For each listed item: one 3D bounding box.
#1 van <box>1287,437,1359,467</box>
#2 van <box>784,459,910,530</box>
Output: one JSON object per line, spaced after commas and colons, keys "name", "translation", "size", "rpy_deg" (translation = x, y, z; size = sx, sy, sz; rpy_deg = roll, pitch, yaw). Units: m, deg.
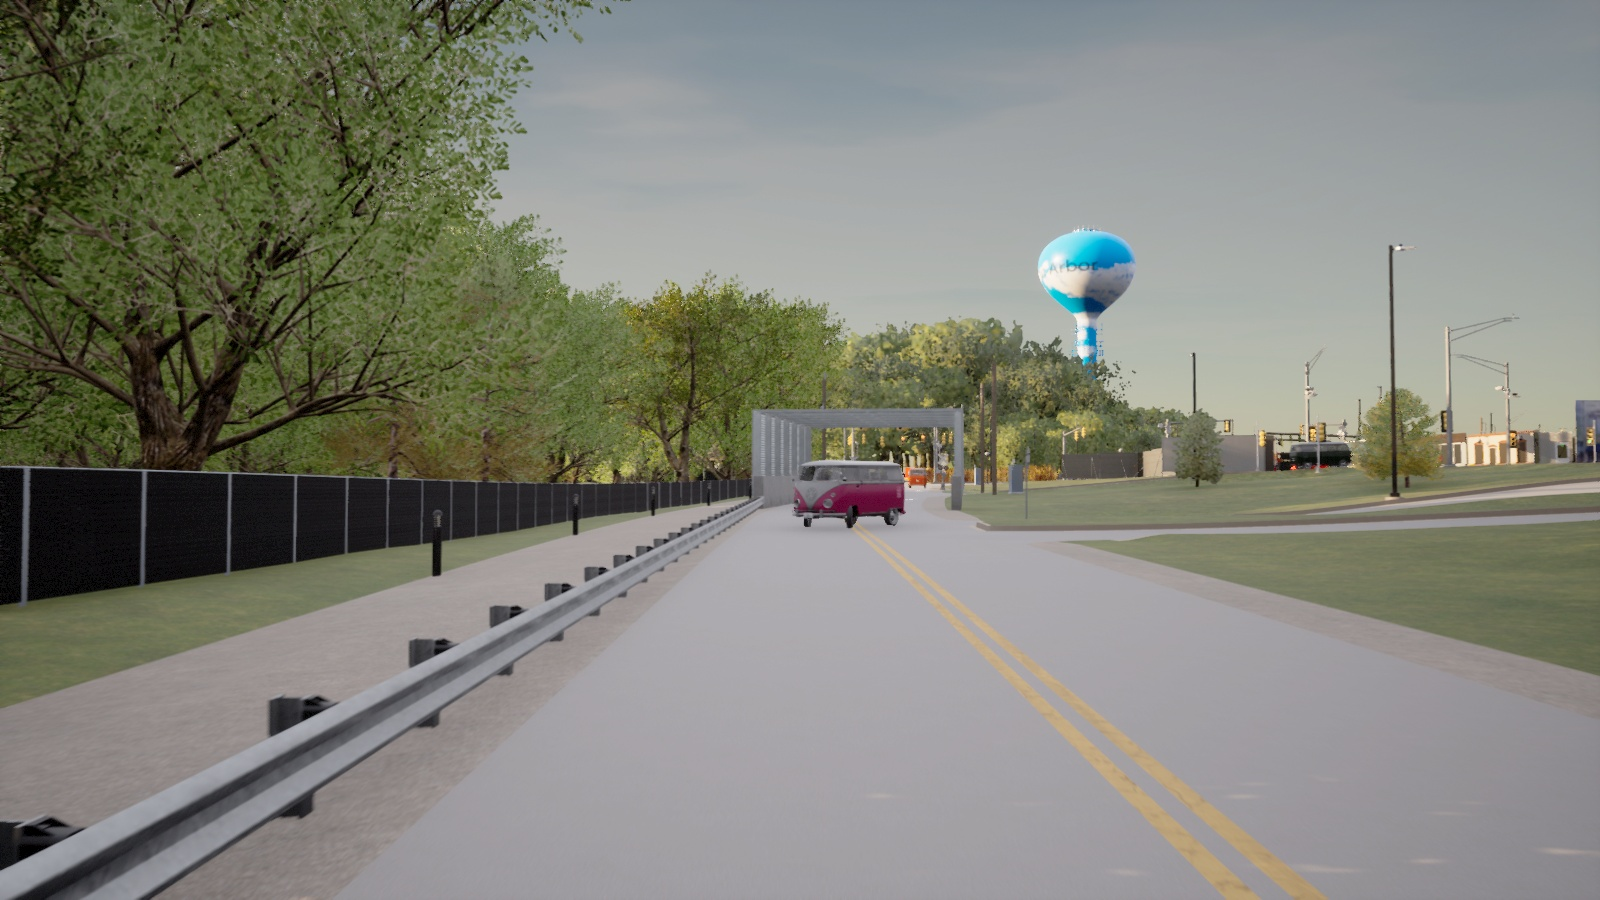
{"name": "van", "translation": [37.858, 0.137, 90.968], "size": [4.442, 1.987, 1.775], "rpy_deg": [-2, -3, 1]}
{"name": "van", "translation": [1.488, 1.297, 37.651], "size": [1.775, 1.987, 4.442], "rpy_deg": [-1, -1, 32]}
